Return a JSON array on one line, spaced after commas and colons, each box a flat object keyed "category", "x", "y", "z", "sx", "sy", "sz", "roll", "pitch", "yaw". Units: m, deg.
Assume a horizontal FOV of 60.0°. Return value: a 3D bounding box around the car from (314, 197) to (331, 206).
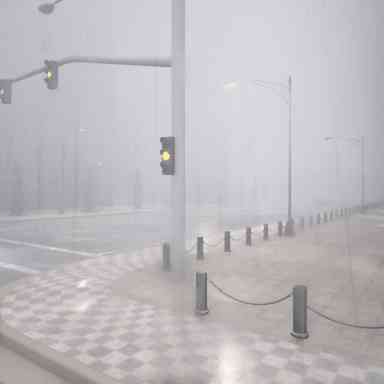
[{"category": "car", "x": 21.417, "y": 1.508, "z": 54.572, "sx": 1.994, "sy": 1.385, "sz": 4.181, "roll": 0, "pitch": 0, "yaw": 35}]
